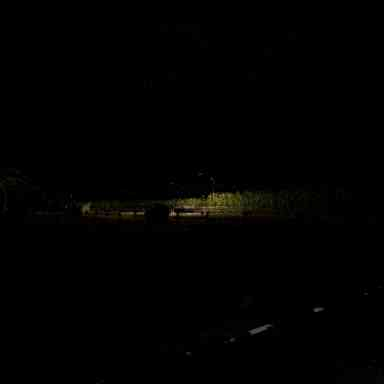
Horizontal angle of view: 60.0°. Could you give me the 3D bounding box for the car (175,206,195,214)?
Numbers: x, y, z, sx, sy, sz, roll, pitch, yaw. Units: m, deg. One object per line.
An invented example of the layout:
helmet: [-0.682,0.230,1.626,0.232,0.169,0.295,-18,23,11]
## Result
car: [-1.391,3.316,62.305,2.128,1.511,4.902,2,-3,-35]
